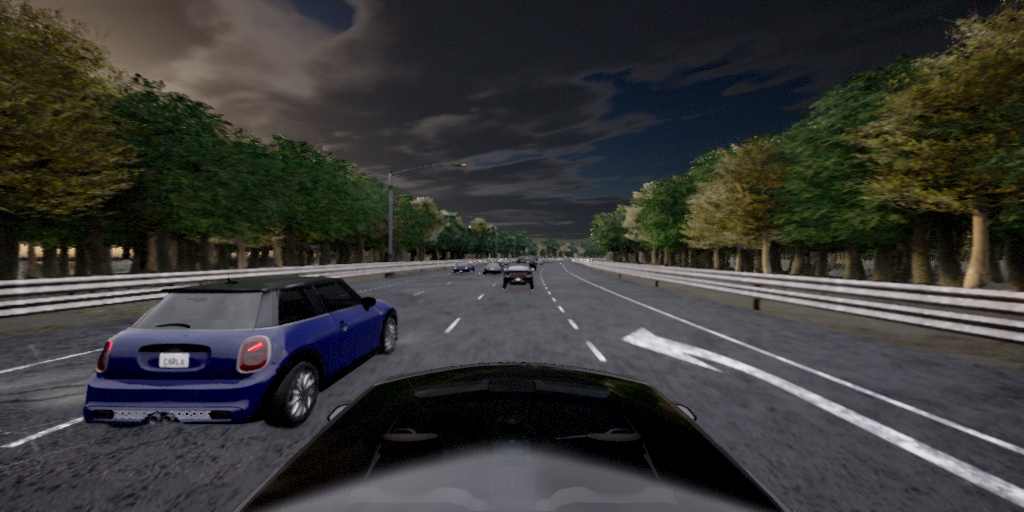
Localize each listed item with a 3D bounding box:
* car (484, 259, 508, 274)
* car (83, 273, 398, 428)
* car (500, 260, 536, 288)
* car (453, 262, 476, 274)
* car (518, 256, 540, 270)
[{"bbox_3d":[-1.964,1.332,40.820,1.994,1.385,4.181,0,0,5],"label":"car"},{"bbox_3d":[-3.481,1.098,5.834,2.097,1.767,4.553,0,0,0],"label":"car"},{"bbox_3d":[0.479,1.239,23.901,1.882,1.535,5.008,0,0,3],"label":"car"},{"bbox_3d":[-5.451,1.366,41.814,1.895,1.301,4.718,0,0,5],"label":"car"},{"bbox_3d":[2.533,1.001,51.865,2.150,2.045,5.566,0,0,6],"label":"car"}]
